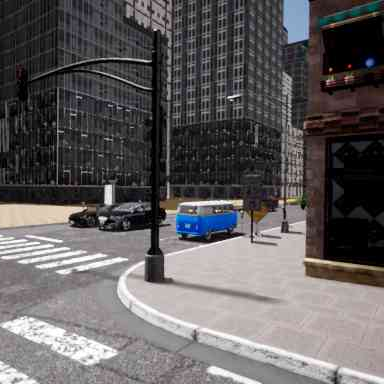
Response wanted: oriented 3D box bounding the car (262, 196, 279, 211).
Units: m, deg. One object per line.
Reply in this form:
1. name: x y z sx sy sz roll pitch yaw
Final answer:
1. car: 7.788 1.429 36.708 1.812 1.442 4.674 1 1 36

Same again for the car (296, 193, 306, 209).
1. car: 15.452 1.159 42.069 2.150 2.045 5.566 1 1 36

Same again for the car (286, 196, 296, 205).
1. car: 16.387 1.363 53.275 1.752 1.417 4.829 1 1 35

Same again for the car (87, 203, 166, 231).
1. car: -3.626 1.430 20.672 2.128 1.511 4.902 1 1 35

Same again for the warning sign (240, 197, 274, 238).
1. warning sign: 3.150 1.177 16.101 1.300 1.860 1.060 1 1 35

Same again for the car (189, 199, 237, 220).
1. car: 1.894 1.426 28.428 1.837 1.490 4.892 1 1 36

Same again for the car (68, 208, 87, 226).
1. car: -5.963 1.466 21.855 1.947 1.339 4.313 1 1 35

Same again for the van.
1. van: 0.868 1.368 16.995 1.690 1.788 3.998 1 1 35

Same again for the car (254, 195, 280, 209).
1. car: 10.072 1.293 44.395 1.967 1.590 4.097 1 1 35
